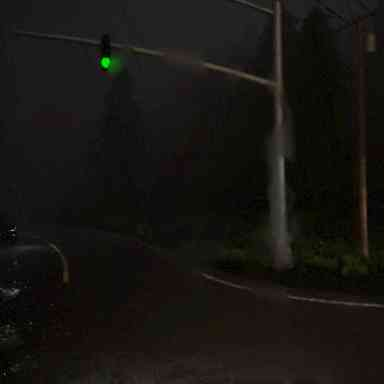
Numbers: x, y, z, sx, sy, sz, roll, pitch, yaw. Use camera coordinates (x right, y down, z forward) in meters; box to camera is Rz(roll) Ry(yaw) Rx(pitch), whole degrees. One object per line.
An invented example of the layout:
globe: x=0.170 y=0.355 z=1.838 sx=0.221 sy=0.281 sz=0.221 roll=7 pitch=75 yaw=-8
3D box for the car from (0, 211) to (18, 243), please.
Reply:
car: x=-10.021 y=1.682 z=16.355 sx=1.837 sy=1.490 sz=4.892 roll=-1 pitch=0 yaw=-40
